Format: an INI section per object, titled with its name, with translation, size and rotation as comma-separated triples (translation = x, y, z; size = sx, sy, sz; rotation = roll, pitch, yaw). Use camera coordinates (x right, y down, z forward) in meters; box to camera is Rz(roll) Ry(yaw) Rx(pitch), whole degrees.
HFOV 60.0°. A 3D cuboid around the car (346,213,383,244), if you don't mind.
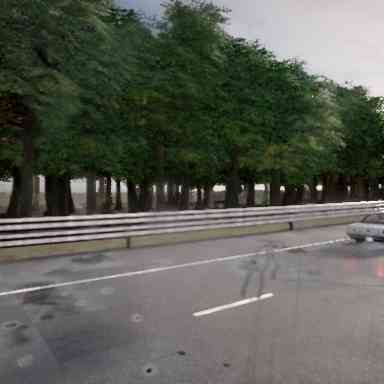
[car]
translation = 8.739, 1.531, 14.279
size = 4.718, 1.301, 1.895
rotation = -1, 0, -36
